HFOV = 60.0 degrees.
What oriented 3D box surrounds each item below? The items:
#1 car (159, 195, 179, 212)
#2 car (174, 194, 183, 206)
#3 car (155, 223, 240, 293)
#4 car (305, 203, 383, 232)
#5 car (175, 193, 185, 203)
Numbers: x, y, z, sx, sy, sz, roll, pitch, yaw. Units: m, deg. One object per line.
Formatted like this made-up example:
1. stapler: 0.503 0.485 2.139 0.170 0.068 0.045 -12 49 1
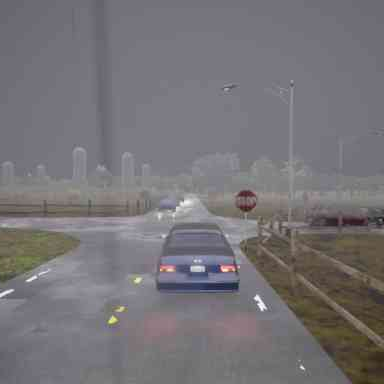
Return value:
1. car: -2.808 1.446 38.844 1.882 1.535 5.008 0 0 -1
2. car: -2.843 1.438 50.555 2.128 1.511 4.902 0 0 0
3. car: 0.103 1.543 8.988 2.033 1.411 5.357 0 0 0
4. car: 9.885 1.580 21.793 4.553 1.767 2.097 1 1 5
5. car: -2.758 1.132 69.438 2.150 2.045 5.566 0 0 0
